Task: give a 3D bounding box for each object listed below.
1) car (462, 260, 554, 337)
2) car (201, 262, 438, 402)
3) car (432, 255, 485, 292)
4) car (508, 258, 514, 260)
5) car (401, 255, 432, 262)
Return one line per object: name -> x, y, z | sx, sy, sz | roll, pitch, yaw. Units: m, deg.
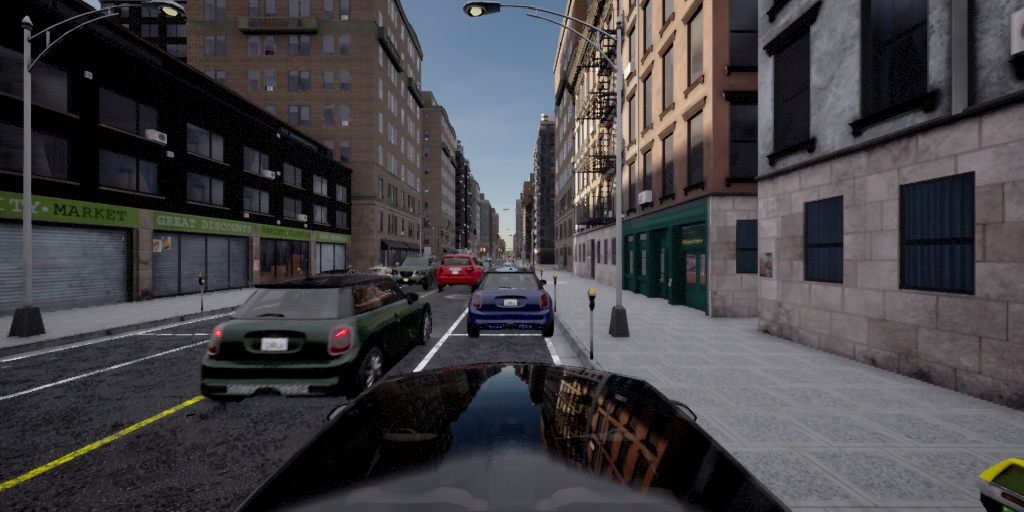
car -> -0.033, 1.102, 10.470 | 2.097, 1.767, 4.553 | 0, 0, 0
car -> -2.924, 1.103, 6.544 | 2.097, 1.767, 4.553 | 0, 0, 0
car -> -3.013, 0.968, 21.501 | 2.150, 2.045, 5.566 | 0, 0, -1
car -> -0.383, 1.269, 39.031 | 1.751, 1.417, 4.829 | 0, 0, 0
car -> -5.870, 0.971, 22.588 | 2.150, 2.045, 5.566 | 0, 0, 0
